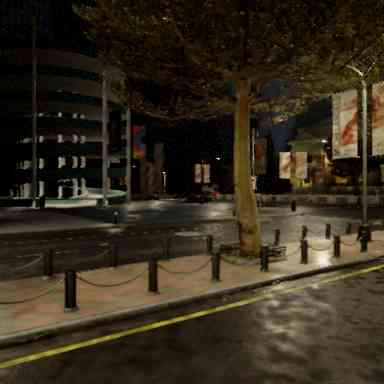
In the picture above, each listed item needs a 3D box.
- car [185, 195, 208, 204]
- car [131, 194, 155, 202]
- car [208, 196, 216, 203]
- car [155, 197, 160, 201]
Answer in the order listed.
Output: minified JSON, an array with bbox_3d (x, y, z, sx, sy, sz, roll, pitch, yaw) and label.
[{"bbox_3d":[0.543,1.489,63.714,1.994,1.385,4.181,0,0,-36],"label":"car"},{"bbox_3d":[-11.351,1.274,74.098,4.553,1.767,2.097,0,0,30],"label":"car"},{"bbox_3d":[2.732,1.414,66.819,2.128,1.511,4.902,0,0,-38],"label":"car"},{"bbox_3d":[-9.680,1.417,77.176,4.892,1.490,1.837,0,0,30],"label":"car"}]
